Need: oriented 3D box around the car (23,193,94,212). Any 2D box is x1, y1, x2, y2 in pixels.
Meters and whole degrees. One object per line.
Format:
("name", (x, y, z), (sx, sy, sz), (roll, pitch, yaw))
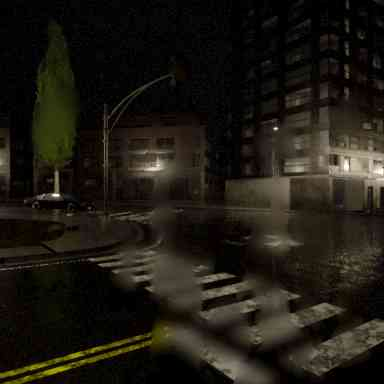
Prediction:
("car", (-10.548, 0.787, 26.294), (5.357, 1.411, 2.033), (1, 0, 11))
